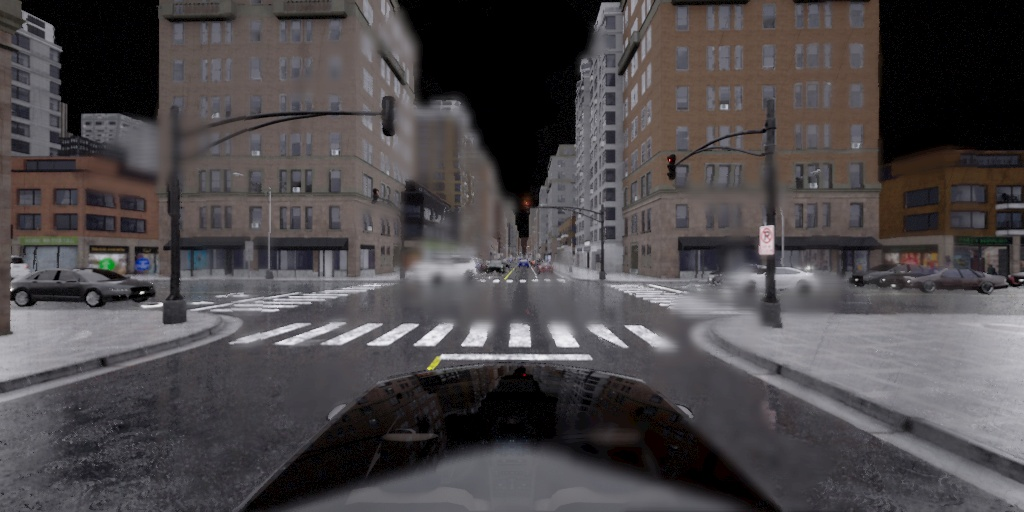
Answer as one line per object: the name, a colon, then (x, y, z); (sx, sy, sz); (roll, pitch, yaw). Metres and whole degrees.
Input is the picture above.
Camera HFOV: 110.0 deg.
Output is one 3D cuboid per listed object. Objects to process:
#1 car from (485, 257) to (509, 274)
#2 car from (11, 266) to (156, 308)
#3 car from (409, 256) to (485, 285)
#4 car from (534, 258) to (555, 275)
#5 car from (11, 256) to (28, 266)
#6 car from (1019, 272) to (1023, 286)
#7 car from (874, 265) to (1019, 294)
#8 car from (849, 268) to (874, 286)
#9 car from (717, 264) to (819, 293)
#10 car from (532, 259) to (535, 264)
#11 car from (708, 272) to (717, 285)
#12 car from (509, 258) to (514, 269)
car: (-1.861, 1.200, 42.592); (2.097, 1.767, 4.553); (0, -1, 2)
car: (-17.632, 1.261, 14.812); (4.892, 1.490, 1.837); (0, 0, 2)
car: (-4.880, 1.012, 26.673); (2.150, 2.045, 5.566); (1, 0, 38)
car: (3.850, 1.280, 40.887); (1.967, 1.591, 4.097); (0, 0, 2)
car: (-37.762, 0.990, 25.360); (5.566, 2.045, 2.150); (0, 0, 2)
car: (35.065, 1.401, 23.209); (4.181, 1.385, 1.994); (0, 0, 2)
car: (24.374, 1.361, 20.281); (5.357, 1.411, 2.033); (0, 0, 2)
car: (25.083, 1.324, 23.512); (4.892, 1.490, 1.837); (0, 0, 2)
car: (14.787, 1.326, 20.562); (4.674, 1.442, 1.812); (0, 0, 3)
car: (4.235, 1.454, 51.931); (1.802, 1.307, 4.207); (0, 0, 2)
car: (15.666, 1.298, 23.789); (4.902, 1.511, 2.128); (0, 0, 2)
car: (-1.211, 1.497, 60.688); (1.895, 1.301, 4.718); (0, 0, 2)
